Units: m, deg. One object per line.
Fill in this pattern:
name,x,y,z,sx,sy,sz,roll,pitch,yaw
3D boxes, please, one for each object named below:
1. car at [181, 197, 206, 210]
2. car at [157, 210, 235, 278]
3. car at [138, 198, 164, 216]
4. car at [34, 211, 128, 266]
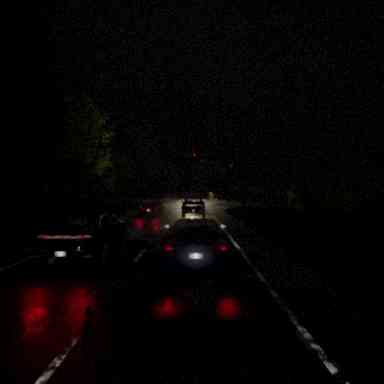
car,0.115,1.182,27.358,2.128,1.511,4.902,0,0,0
car,0.098,1.453,9.837,1.994,1.385,4.181,0,1,0
car,-3.389,1.209,28.166,1.812,1.442,4.674,0,1,0
car,-3.399,1.366,11.021,2.128,1.511,4.902,0,1,0
